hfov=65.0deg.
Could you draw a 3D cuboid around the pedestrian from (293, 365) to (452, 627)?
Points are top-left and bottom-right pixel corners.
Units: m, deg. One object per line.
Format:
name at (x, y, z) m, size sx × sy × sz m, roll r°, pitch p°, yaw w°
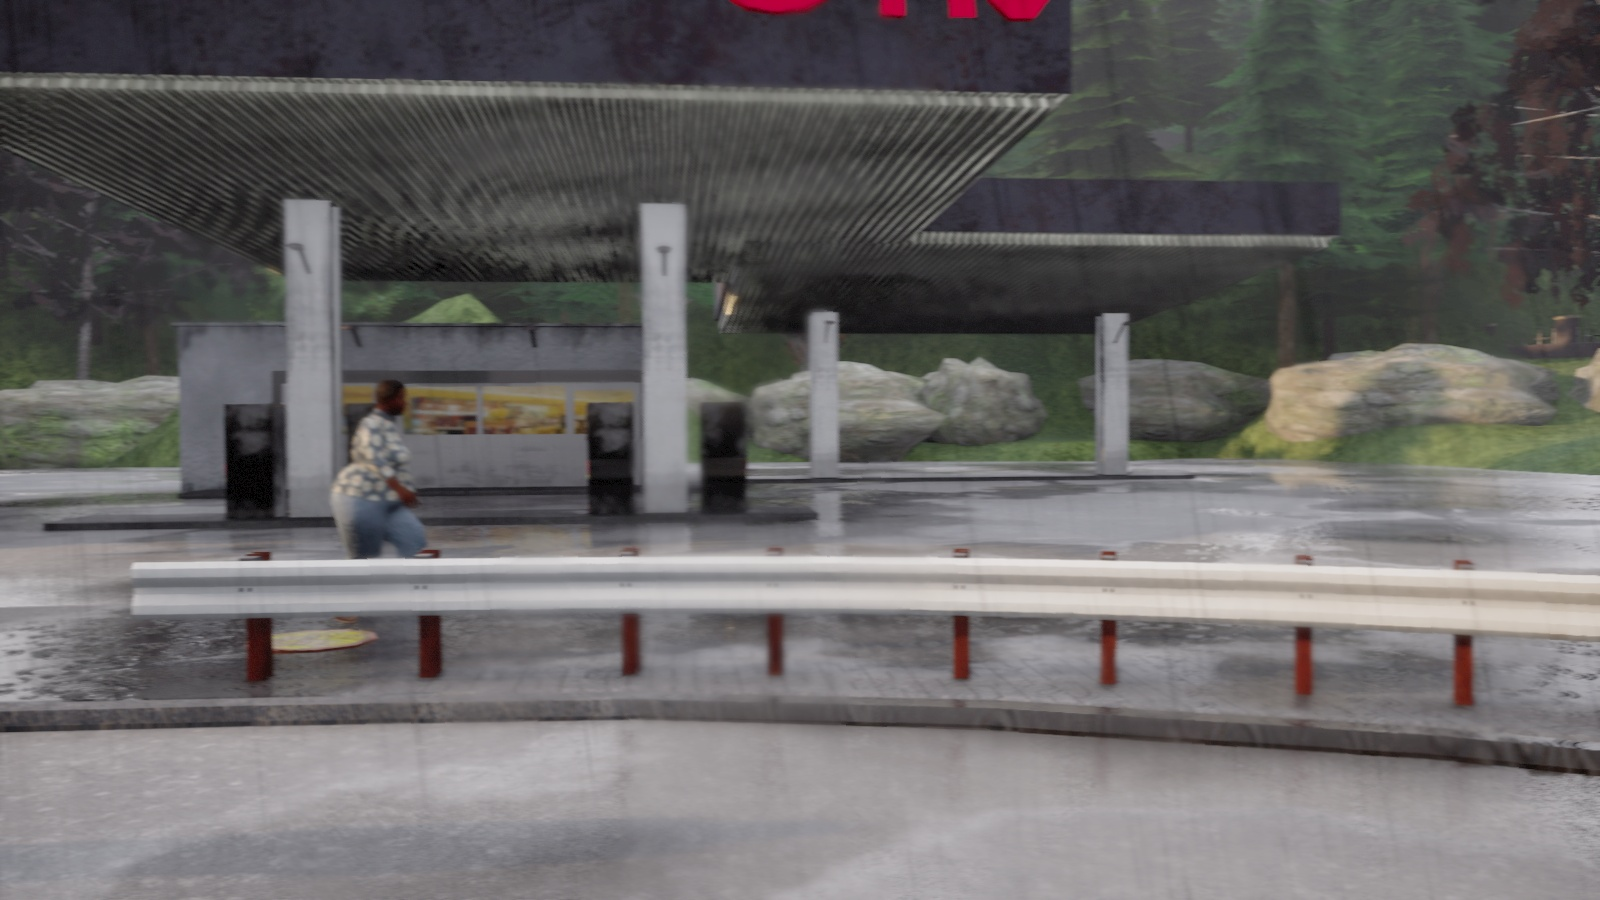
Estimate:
pedestrian at (-3.156, 0.320, 9.358) m, size 0.900 × 1.855 × 0.874 m, roll 0°, pitch 1°, yaw -2°
